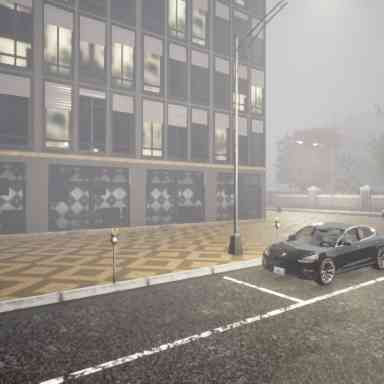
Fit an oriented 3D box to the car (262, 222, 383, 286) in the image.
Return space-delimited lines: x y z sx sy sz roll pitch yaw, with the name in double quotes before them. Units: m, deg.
"car" 3.914 1.562 9.438 4.313 1.339 1.947 0 0 -35
